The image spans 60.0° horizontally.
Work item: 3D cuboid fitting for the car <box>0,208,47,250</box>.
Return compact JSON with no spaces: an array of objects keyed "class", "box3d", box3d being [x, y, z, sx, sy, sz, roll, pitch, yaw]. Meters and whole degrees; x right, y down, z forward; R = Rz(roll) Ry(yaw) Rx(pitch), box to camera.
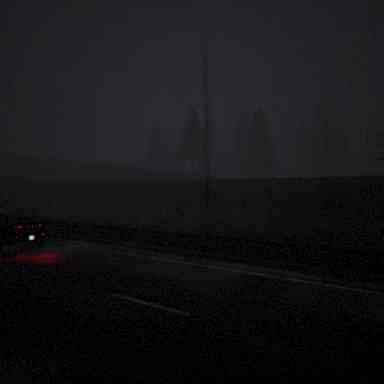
[{"class":"car","box3d":[-8.041,1.463,14.007,4.892,1.490,1.837,0,0,36]}]
